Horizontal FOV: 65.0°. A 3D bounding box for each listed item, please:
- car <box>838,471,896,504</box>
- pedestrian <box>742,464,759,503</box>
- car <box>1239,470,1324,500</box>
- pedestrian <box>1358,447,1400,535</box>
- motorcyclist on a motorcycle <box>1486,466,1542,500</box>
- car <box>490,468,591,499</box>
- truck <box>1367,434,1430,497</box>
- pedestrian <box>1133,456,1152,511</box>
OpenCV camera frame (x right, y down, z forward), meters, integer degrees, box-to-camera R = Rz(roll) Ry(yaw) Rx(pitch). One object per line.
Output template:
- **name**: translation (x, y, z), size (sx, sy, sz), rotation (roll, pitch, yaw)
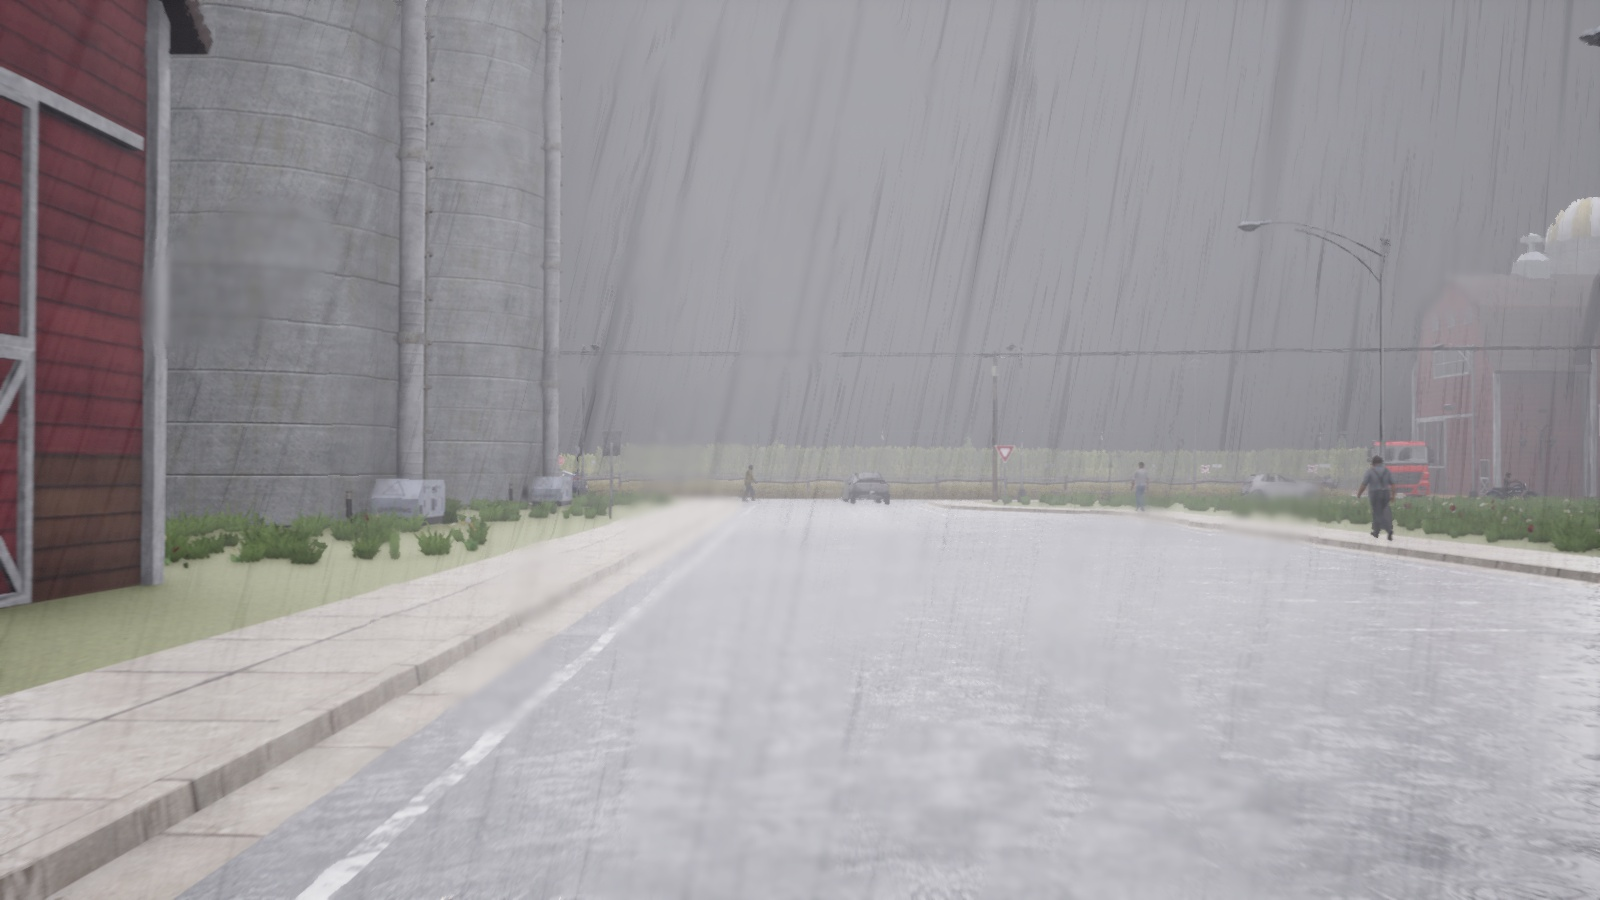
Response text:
- **car**: translation (3.149, 1.765, 60.116), size (2.128, 1.511, 4.902), rotation (0, -1, -5)
- **pedestrian**: translation (-2.319, 1.591, 59.089), size (0.726, 1.835, 0.370), rotation (0, -1, -14)
- **car**: translation (24.648, 1.808, 64.389), size (3.633, 1.501, 1.845), rotation (0, -1, 0)
- **pedestrian**: translation (12.285, 0.867, 26.671), size (0.540, 1.848, 0.694), rotation (0, -1, -2)
- **motorcyclist on a motorcycle**: translation (35.337, 1.639, 62.173), size (2.350, 1.649, 0.766), rotation (-1, -1, 30)
- **car**: translation (-14.070, 1.794, 68.331), size (5.027, 1.651, 2.152), rotation (0, -1, 1)
- **truck**: translation (34.566, 0.912, 72.743), size (2.891, 3.462, 7.936), rotation (-1, -1, 23)
- **pedestrian**: translation (11.722, 1.143, 43.002), size (0.354, 1.836, 0.706), rotation (0, -1, -6)
